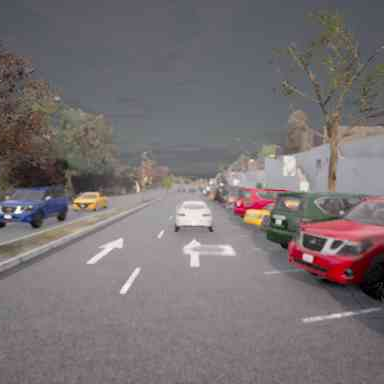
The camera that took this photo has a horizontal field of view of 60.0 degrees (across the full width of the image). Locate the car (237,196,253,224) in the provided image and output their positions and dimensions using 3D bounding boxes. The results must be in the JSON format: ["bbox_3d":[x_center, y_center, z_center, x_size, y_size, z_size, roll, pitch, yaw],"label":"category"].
[{"bbox_3d":[5.339,1.162,17.227,5.366,1.575,1.946,1,1,-20],"label":"car"}]

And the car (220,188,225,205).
[{"bbox_3d":[5.195,0.770,29.169,4.553,1.767,2.185,1,1,-20],"label":"car"}]

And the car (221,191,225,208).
[{"bbox_3d":[5.170,0.962,26.163,4.892,1.521,2.231,1,2,-20],"label":"car"}]

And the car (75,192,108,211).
[{"bbox_3d":[-8.727,0.783,29.027,1.882,1.535,5.008,0,1,0],"label":"car"}]

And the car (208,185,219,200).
[{"bbox_3d":[5.183,0.463,38.178,5.566,2.045,2.435,1,1,-20],"label":"car"}]

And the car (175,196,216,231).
[{"bbox_3d":[0.089,1.157,17.474,1.812,1.442,4.674,0,1,0],"label":"car"}]

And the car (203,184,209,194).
[{"bbox_3d":[5.125,0.257,50.146,5.566,2.045,2.435,1,1,-20],"label":"car"}]

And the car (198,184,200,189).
[{"bbox_3d":[5.097,-0.367,83.163,5.566,2.045,2.435,1,2,-20],"label":"car"}]

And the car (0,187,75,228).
[{"bbox_3d":[-8.731,0.761,18.534,2.150,2.045,5.566,0,1,0],"label":"car"}]

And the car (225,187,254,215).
[{"bbox_3d":[5.197,0.844,20.171,5.566,2.045,2.435,1,1,-20],"label":"car"}]

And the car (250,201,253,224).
[{"bbox_3d":[5.154,1.272,14.162,4.674,1.452,2.002,1,1,-20],"label":"car"}]

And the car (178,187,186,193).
[{"bbox_3d":[-2.962,-0.488,94.917,1.812,1.442,4.674,0,2,0],"label":"car"}]

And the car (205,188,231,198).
[{"bbox_3d":[5.164,0.150,65.177,4.553,1.767,2.185,1,1,-20],"label":"car"}]

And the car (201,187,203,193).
[{"bbox_3d":[5.152,0.193,71.193,4.792,1.488,2.163,1,1,-20],"label":"car"}]

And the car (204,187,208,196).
[{"bbox_3d":[4.972,0.550,47.098,5.366,1.575,1.946,1,1,-20],"label":"car"}]

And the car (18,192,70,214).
[{"bbox_3d":[-11.724,0.811,26.766,1.882,1.535,5.008,0,1,0],"label":"car"}]

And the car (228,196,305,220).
[{"bbox_3d":[5.190,1.056,23.180,4.792,1.488,2.163,1,1,-20],"label":"car"}]

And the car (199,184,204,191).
[{"bbox_3d":[5.155,-0.150,74.185,5.566,2.045,2.435,1,1,-20],"label":"car"}]

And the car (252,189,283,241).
[{"bbox_3d":[5.181,1.049,11.159,5.566,2.045,2.435,1,1,-20],"label":"car"}]

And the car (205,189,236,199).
[{"bbox_3d":[5.129,0.372,59.169,5.008,1.535,2.097,1,1,-20],"label":"car"}]

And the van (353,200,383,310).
[{"bbox_3d":[5.002,1.211,5.089,4.442,1.987,1.878,1,2,-20],"label":"van"}]

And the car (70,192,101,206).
[{"bbox_3d":[-11.713,0.690,36.799,1.994,1.385,4.181,0,1,1],"label":"car"}]

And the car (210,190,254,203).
[{"bbox_3d":[5.322,0.606,44.233,5.366,1.575,1.946,1,1,-20],"label":"car"}]

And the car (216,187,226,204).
[{"bbox_3d":[5.130,0.706,32.154,4.553,1.767,2.185,1,1,-20],"label":"car"}]

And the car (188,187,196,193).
[{"bbox_3d":[0.041,-0.597,93.654,2.097,1.767,4.553,0,2,0],"label":"car"}]

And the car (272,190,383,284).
[{"bbox_3d":[5.113,1.118,8.124,5.566,2.045,2.435,1,2,-20],"label":"car"}]
